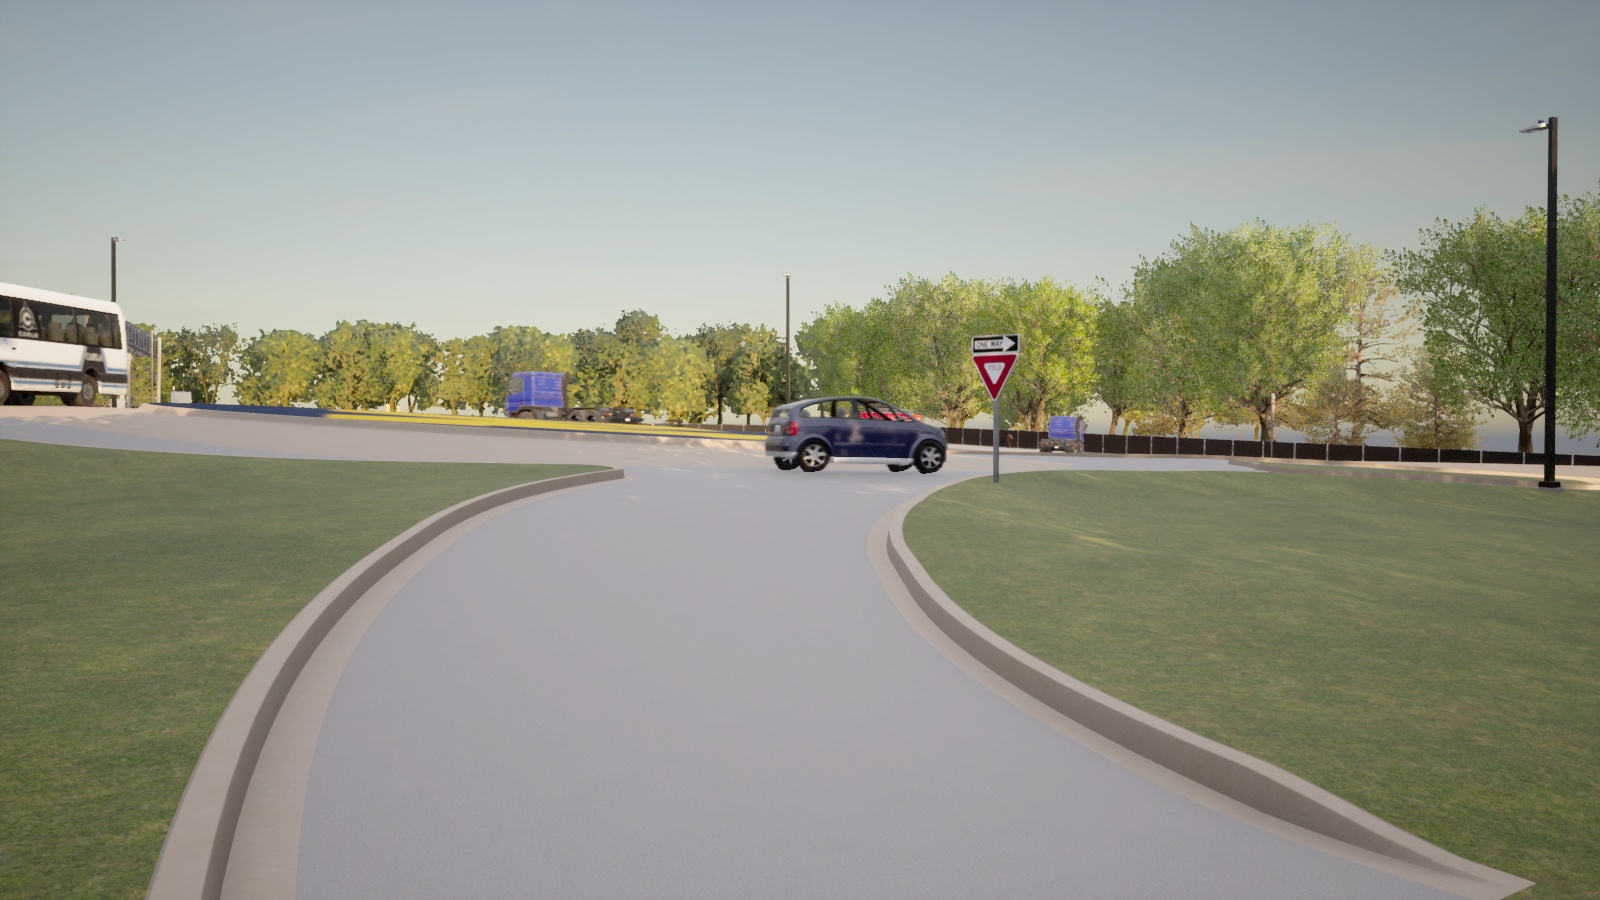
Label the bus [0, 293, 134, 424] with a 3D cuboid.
[{"bbox_3d":[-28.075,-3.046,44.244,3.944,4.253,10.273,-1,1,-2],"label":"bus"}]

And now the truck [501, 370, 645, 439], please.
[{"bbox_3d":[-12.431,-2.380,68.332,7.936,3.462,2.891,-1,0,34],"label":"truck"}]

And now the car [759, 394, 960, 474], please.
[{"bbox_3d":[1.206,-0.325,25.792,3.705,1.549,1.789,0,0,-20],"label":"car"}]
